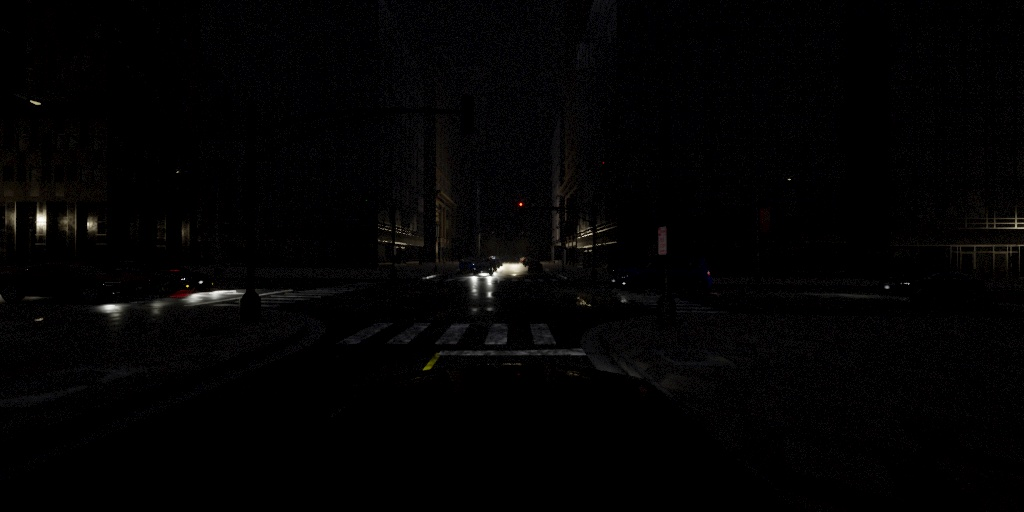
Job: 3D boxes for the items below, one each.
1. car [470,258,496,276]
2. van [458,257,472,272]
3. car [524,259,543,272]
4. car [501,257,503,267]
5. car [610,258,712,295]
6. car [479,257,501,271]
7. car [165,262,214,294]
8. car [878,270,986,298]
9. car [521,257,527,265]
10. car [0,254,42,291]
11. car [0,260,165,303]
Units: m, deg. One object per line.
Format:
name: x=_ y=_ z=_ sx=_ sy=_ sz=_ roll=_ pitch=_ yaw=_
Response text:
car: x=-2.930 y=1.252 z=37.204 sx=1.812 sy=1.442 sz=4.674 roll=0 pitch=0 yaw=0
van: x=-5.646 y=1.058 z=45.118 sx=1.690 sy=1.789 sz=3.998 roll=0 pitch=0 yaw=0
car: x=2.880 y=1.283 z=45.065 sx=1.948 sy=1.339 sz=4.313 roll=0 pitch=0 yaw=0
car: x=-2.796 y=1.225 z=56.221 sx=1.812 sy=1.442 sz=4.674 roll=0 pitch=0 yaw=0
car: x=8.595 y=1.108 z=20.838 sx=5.566 sy=2.045 sz=2.150 roll=1 pitch=0 yaw=-5
car: x=-2.875 y=1.207 z=46.321 sx=2.128 sy=1.511 sz=4.902 roll=0 pitch=0 yaw=0
car: x=-17.419 y=1.094 z=17.786 sx=4.181 sy=1.385 sz=1.994 roll=1 pitch=0 yaw=0
car: x=24.452 y=1.592 z=20.998 sx=4.902 sy=1.511 sz=2.128 roll=1 pitch=0 yaw=0
car: x=2.988 y=1.270 z=62.013 sx=1.802 sy=1.307 sz=4.207 roll=0 pitch=0 yaw=0
car: x=-27.029 y=0.760 z=17.843 sx=4.553 sy=1.767 sz=2.097 roll=1 pitch=0 yaw=0
car: x=-17.610 y=0.994 z=14.538 sx=5.008 sy=1.535 sz=1.882 roll=1 pitch=0 yaw=0
